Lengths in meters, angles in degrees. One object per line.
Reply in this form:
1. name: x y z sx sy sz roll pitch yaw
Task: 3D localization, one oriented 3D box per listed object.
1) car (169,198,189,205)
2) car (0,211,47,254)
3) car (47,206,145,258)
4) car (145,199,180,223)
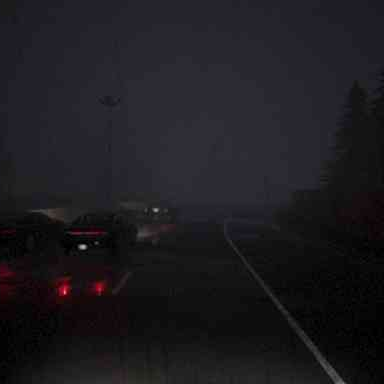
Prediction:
1. car: -2.617 1.815 67.716 1.895 1.301 4.718 0 0 29
2. car: -6.891 1.522 13.699 1.882 1.535 5.008 0 0 0
3. car: -3.406 1.534 12.966 2.128 1.511 4.902 0 0 1
4. car: -2.367 1.438 26.963 2.097 1.767 4.553 0 0 9
